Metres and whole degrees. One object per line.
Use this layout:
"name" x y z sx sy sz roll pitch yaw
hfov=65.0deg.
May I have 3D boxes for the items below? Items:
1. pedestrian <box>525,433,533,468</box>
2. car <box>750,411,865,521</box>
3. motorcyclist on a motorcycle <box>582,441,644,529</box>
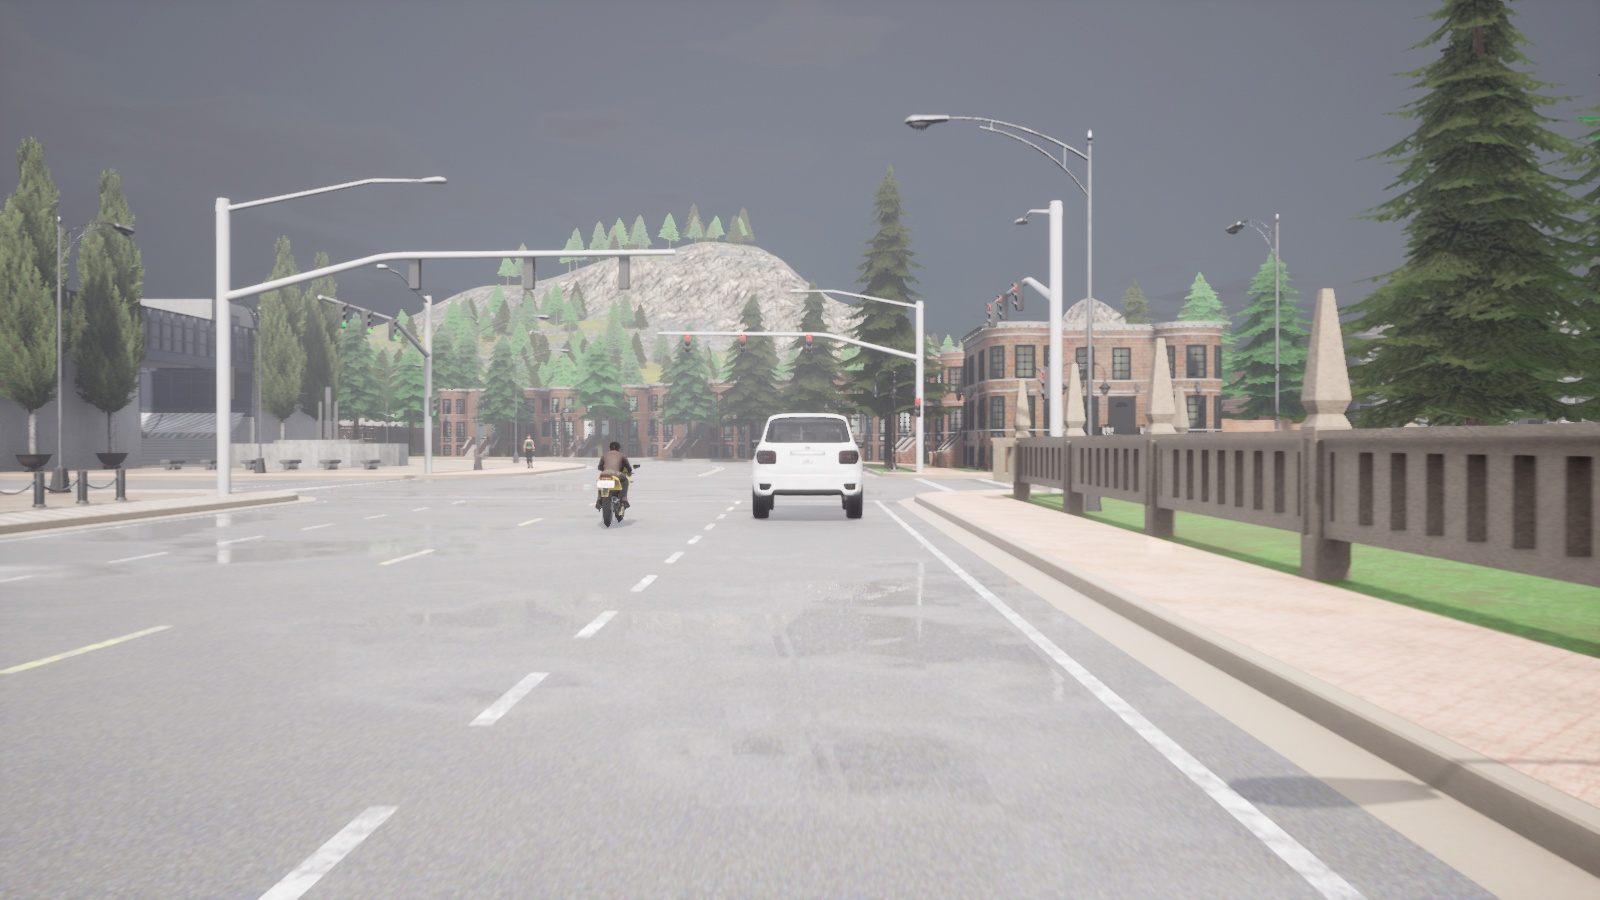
"pedestrian" -14.176 0.024 65.615 0.345 1.836 0.594 0 0 -6
"car" 0.163 0.312 26.124 2.150 2.045 5.566 0 0 0
"motorcyclist on a motorcycle" -3.356 0.598 22.676 0.797 1.523 2.044 0 0 0
